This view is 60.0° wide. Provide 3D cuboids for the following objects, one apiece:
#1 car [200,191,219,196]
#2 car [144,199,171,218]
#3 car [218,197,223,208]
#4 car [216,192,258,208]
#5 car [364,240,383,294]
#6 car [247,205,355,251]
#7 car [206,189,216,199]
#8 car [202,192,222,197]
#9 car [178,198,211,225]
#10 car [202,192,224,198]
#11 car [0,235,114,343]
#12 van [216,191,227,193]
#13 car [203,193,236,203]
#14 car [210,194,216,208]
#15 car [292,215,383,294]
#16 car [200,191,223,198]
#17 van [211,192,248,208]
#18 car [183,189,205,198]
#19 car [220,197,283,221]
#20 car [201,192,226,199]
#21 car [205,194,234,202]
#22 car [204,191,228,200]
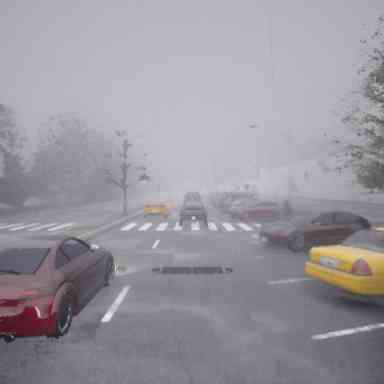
[{"bbox_3d":[5.043,0.437,94.318,4.892,1.521,2.231,0,1,-20],"label":"car"},{"bbox_3d":[-2.911,1.321,28.540,1.882,1.535,5.008,0,0,0],"label":"car"},{"bbox_3d":[5.055,1.372,28.691,4.674,1.452,2.002,1,0,-20],"label":"car"},{"bbox_3d":[5.031,1.187,31.663,4.553,1.767,2.185,1,0,-20],"label":"car"},{"bbox_3d":[5.073,1.515,4.671,4.674,1.452,2.002,1,1,-20],"label":"car"},{"bbox_3d":[5.040,1.456,13.667,4.792,1.488,2.163,1,1,-20],"label":"car"},{"bbox_3d":[5.033,1.005,40.605,5.566,2.045,2.435,1,1,-20],"label":"car"},{"bbox_3d":[5.033,0.641,85.380,4.674,1.452,2.002,0,1,-20],"label":"car"},{"bbox_3d":[0.093,1.381,23.081,1.837,1.490,4.892,0,0,0],"label":"car"},{"bbox_3d":[5.066,0.753,79.428,4.792,1.488,2.163,0,1,-20],"label":"car"},{"bbox_3d":[-2.903,1.542,6.578,1.994,1.385,4.181,0,0,0],"label":"car"},{"bbox_3d":[5.169,1.070,34.697,4.442,1.987,1.878,1,0,-20],"label":"van"},{"bbox_3d":[4.876,1.094,58.458,5.366,1.575,1.946,1,1,-20],"label":"car"},{"bbox_3d":[5.050,1.277,37.638,4.892,1.521,2.231,1,0,-20],"label":"car"},{"bbox_3d":[5.240,1.461,7.744,5.366,1.575,1.946,1,0,-20],"label":"car"},{"bbox_3d":[4.865,0.656,82.331,5.366,1.575,1.946,0,1,-20],"label":"car"},{"bbox_3d":[4.948,1.011,43.558,4.442,1.987,1.878,1,1,-20],"label":"van"},{"bbox_3d":[0.085,0.989,40.890,2.150,2.045,5.566,0,1,0],"label":"car"},{"bbox_3d":[5.035,1.380,25.673,4.792,1.488,2.163,1,1,-20],"label":"car"},{"bbox_3d":[4.867,0.782,76.366,5.366,1.575,1.946,0,2,-20],"label":"car"},{"bbox_3d":[5.073,1.090,61.527,4.792,1.488,2.163,0,1,-20],"label":"car"},{"bbox_3d":[5.015,0.781,70.455,4.553,1.767,2.185,0,1,-20],"label":"car"}]
